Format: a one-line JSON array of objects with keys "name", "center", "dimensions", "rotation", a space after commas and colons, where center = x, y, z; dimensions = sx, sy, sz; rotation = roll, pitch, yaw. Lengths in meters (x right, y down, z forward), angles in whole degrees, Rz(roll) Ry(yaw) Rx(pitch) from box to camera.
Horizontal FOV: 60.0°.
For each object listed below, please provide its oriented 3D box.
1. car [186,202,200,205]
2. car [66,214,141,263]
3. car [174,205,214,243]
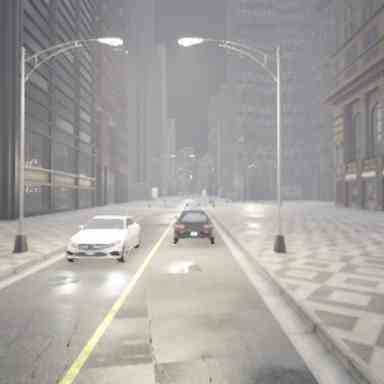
[{"name": "car", "center": [0.114, 1.750, 36.295], "dimensions": [1.895, 1.301, 4.718], "rotation": [0, 0, 0]}, {"name": "car", "center": [-3.037, 1.576, 12.330], "dimensions": [1.812, 1.442, 4.674], "rotation": [0, 0, 1]}, {"name": "car", "center": [0.091, 1.592, 16.291], "dimensions": [1.812, 1.442, 4.674], "rotation": [0, 0, 0]}]
